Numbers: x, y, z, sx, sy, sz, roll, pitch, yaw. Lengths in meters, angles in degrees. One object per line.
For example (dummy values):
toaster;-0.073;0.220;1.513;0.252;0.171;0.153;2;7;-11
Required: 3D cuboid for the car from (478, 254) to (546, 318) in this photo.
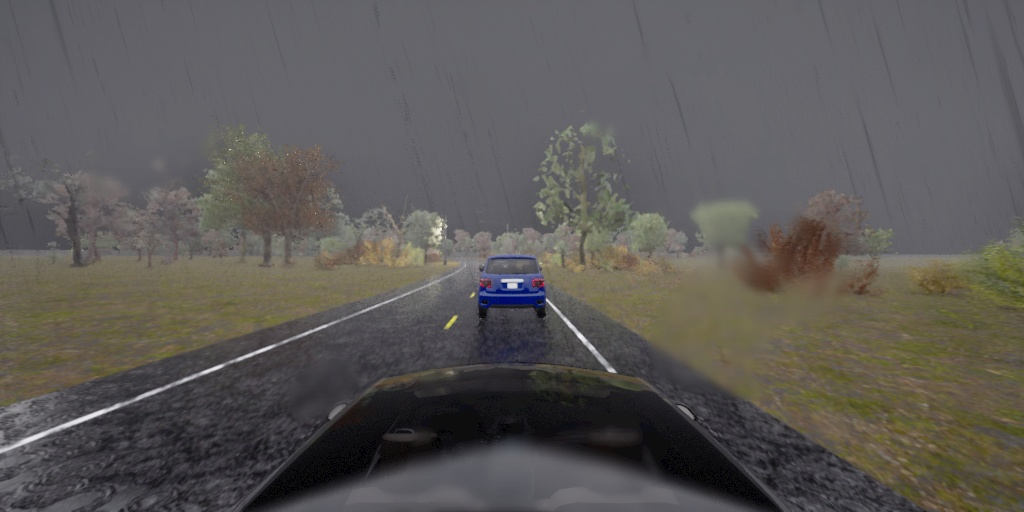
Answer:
car;-0.037;0.963;13.176;2.150;2.045;5.566;0;0;-1
